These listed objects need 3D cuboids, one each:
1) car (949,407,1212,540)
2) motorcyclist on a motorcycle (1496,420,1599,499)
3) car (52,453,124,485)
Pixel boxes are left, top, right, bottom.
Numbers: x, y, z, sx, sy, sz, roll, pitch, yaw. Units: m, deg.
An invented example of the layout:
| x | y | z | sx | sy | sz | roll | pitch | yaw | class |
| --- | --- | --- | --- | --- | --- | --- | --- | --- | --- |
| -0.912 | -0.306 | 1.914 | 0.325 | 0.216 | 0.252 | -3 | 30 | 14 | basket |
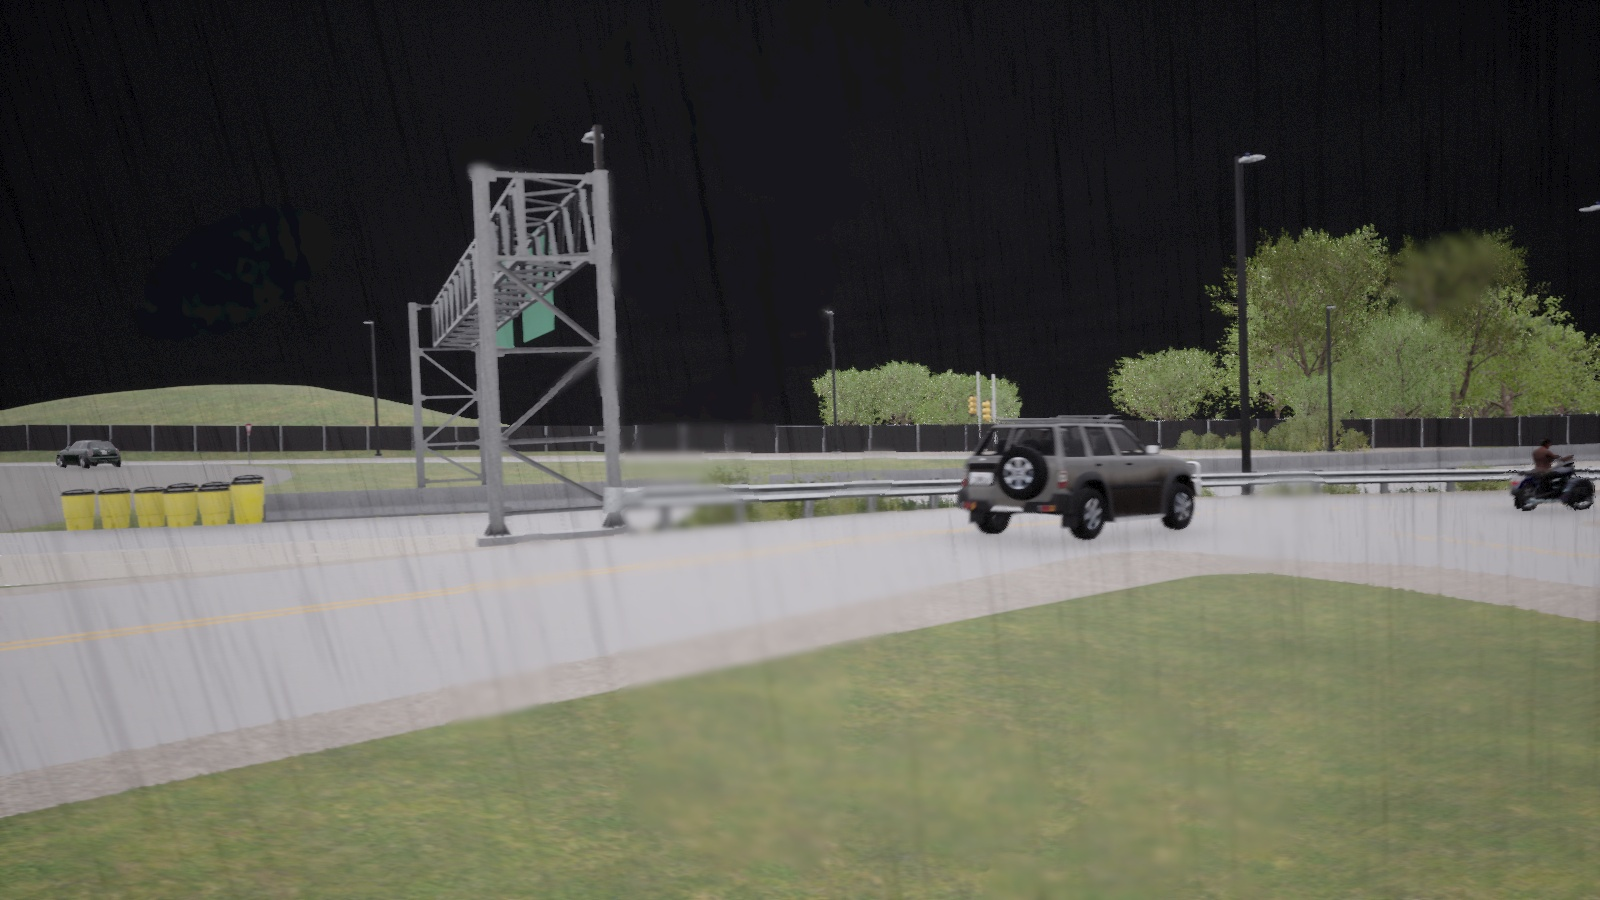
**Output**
| x | y | z | sx | sy | sz | roll | pitch | yaw | class |
| --- | --- | --- | --- | --- | --- | --- | --- | --- | --- |
| 4.523 | 0.294 | 19.773 | 1.932 | 1.855 | 4.605 | -1 | 0 | 43 | car |
| 16.279 | 0.192 | 27.209 | 2.350 | 1.649 | 0.766 | -1 | 2 | -22 | motorcyclist on a motorcycle |
| -43.199 | 1.125 | 76.180 | 4.553 | 1.767 | 2.097 | -1 | 3 | 37 | car |
